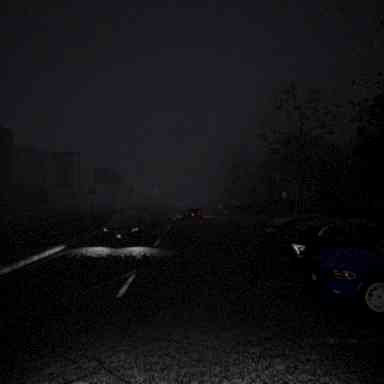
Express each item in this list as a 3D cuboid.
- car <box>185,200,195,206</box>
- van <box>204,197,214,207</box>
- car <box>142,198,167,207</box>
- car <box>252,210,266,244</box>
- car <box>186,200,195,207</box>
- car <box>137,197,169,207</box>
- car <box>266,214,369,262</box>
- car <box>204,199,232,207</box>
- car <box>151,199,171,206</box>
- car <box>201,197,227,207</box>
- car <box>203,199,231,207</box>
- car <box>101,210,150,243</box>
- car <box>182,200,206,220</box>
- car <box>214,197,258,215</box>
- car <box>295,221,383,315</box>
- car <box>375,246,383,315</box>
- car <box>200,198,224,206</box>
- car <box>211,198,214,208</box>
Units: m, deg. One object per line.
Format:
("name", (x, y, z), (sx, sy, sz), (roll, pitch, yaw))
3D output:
("car", (-0.386, 2.715, 81.490), (2.128, 1.511, 4.902), (0, -2, 2))
("van", (4.786, 1.893, 61.923), (4.442, 1.987, 1.878), (0, -1, 0))
("car", (-7.364, 2.078, 65.382), (4.553, 1.767, 2.185), (0, -1, 0))
("car", (5.085, 1.629, 13.621), (4.674, 1.452, 2.002), (0, 0, 0))
("car", (-0.274, 2.428, 71.441), (1.812, 1.442, 4.674), (0, -2, -1))
("car", (-7.555, 2.127, 62.460), (5.366, 1.575, 1.946), (0, -1, 0))
("car", (5.082, 1.564, 10.346), (4.892, 1.521, 2.231), (0, 0, 0))
("car", (5.064, 2.187, 64.713), (5.366, 1.575, 1.946), (0, -1, 0))
("car", (-7.529, 2.594, 80.554), (4.553, 1.767, 2.185), (0, -2, -1))
("car", (4.779, 2.190, 73.094), (5.566, 2.045, 2.435), (0, -2, -1))
("car", (5.042, 2.260, 67.373), (5.366, 1.575, 1.946), (0, -2, 0))
("car", (-3.246, 1.700, 17.085), (1.812, 1.442, 4.674), (0, 0, 0))
("car", (0.097, 1.779, 30.685), (1.812, 1.442, 4.674), (0, 0, 0))
("car", (5.123, 1.658, 37.958), (4.553, 1.767, 2.185), (0, -1, 0))
("car", (5.092, 1.537, 7.073), (5.008, 1.535, 2.097), (0, 0, 0))
("car", (5.084, 1.552, 3.924), (4.674, 1.452, 2.002), (0, 0, 0))
("car", (4.707, 2.394, 78.552), (5.566, 2.045, 2.435), (0, -2, -1))
("car", (5.051, 1.850, 41.127), (4.674, 1.452, 2.002), (0, 0, 0))
